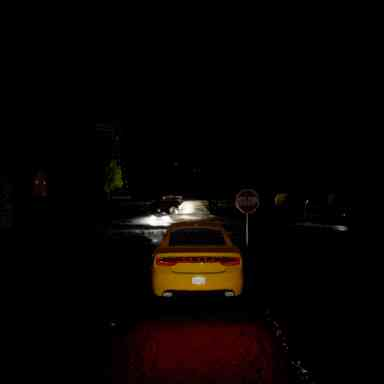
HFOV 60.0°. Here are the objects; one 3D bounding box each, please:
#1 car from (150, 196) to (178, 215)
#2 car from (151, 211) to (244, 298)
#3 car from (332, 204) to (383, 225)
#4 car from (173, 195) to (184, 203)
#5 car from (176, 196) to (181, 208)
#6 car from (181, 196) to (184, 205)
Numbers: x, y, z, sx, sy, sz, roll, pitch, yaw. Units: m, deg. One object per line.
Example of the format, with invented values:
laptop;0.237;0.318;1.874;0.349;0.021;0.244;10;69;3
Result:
car;-2.978;1.492;33.584;2.128;1.511;4.902;0;0;3
car;0.077;1.479;8.603;1.882;1.535;5.008;0;0;-1
car;12.998;1.634;24.599;5.008;1.535;1.882;1;-1;0
car;-2.679;1.471;67.566;1.882;1.535;5.008;0;0;0
car;-2.778;1.524;45.212;1.812;1.442;4.674;0;0;0
car;-2.734;1.522;56.921;1.812;1.442;4.674;0;0;1
